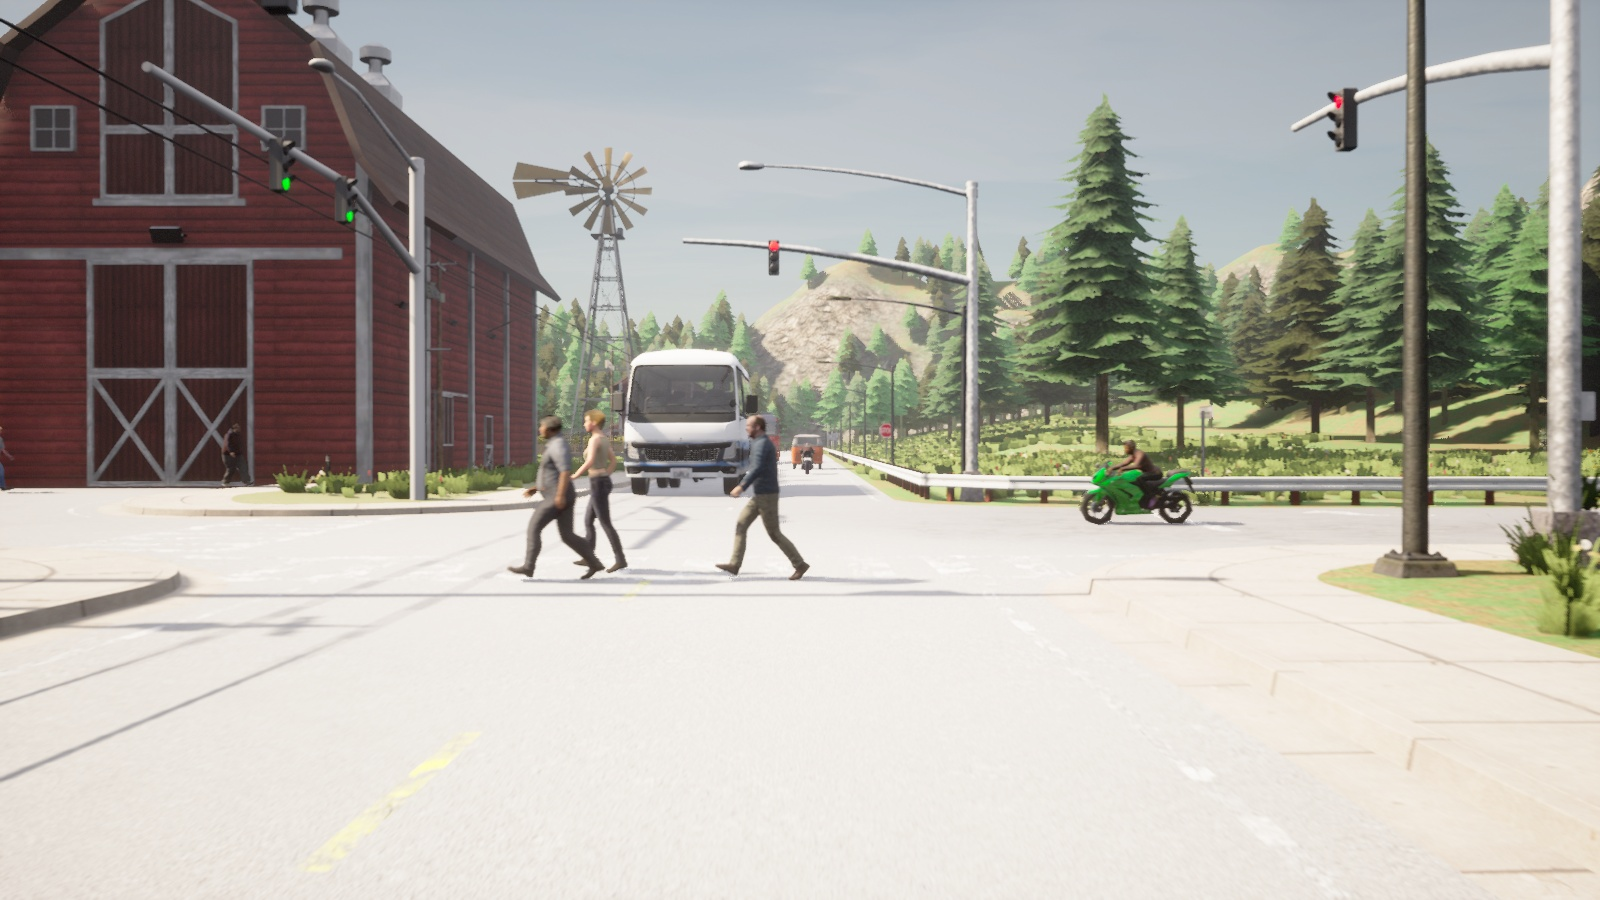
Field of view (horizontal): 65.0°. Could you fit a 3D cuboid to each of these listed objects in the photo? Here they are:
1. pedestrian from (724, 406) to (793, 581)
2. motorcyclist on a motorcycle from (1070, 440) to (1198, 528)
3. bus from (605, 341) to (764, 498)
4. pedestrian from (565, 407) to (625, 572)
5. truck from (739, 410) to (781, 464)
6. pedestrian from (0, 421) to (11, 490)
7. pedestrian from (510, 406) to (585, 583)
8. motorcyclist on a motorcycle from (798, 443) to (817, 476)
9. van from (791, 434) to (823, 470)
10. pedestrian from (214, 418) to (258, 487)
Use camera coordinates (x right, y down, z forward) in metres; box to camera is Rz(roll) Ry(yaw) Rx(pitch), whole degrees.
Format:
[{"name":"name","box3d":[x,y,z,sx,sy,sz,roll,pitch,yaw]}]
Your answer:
[{"name":"pedestrian","box3d":[-0.445,0.461,13.446,0.726,1.842,0.402,0,0,-2]},{"name":"motorcyclist on a motorcycle","box3d":[5.914,0.582,22.293,2.044,1.523,0.797,0,1,-2]},{"name":"bus","box3d":[-3.262,-0.852,39.026,3.944,4.253,10.273,0,0,0]},{"name":"pedestrian","box3d":[-2.312,0.440,14.190,0.594,1.836,0.345,0,0,6]},{"name":"truck","box3d":[-2.947,-0.953,94.482,2.891,3.827,8.468,0,0,0]},{"name":"pedestrian","box3d":[-21.675,0.154,33.769,0.706,1.836,0.354,0,0,0]},{"name":"pedestrian","box3d":[-2.679,0.463,13.355,0.694,1.848,0.540,0,0,0]},{"name":"motorcyclist on a motorcycle","box3d":[0.358,0.442,60.255,0.866,1.530,2.191,0,0,0]},{"name":"van","box3d":[0.424,0.095,71.745,1.775,1.987,4.442,0,0,0]},{"name":"pedestrian","box3d":[-15.270,0.068,34.002,0.899,1.844,0.634,0,0,22]}]
